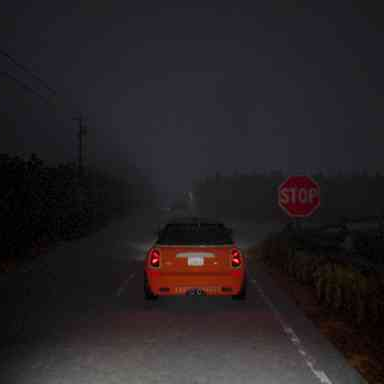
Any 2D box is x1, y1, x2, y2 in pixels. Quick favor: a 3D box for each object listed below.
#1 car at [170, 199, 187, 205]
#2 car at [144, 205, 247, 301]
[{"bbox_3d":[-1.715,1.605,41.825,1.882,1.535,5.008,0,0,-5],"label":"car"},{"bbox_3d":[0.048,1.378,8.578,2.097,1.767,4.553,0,0,-1],"label":"car"}]
